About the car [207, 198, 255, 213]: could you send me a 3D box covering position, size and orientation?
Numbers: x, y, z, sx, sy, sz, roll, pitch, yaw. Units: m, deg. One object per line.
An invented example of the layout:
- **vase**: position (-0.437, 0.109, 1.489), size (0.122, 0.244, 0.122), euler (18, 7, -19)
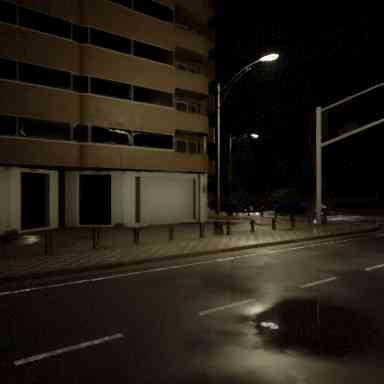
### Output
- **car**: position (4.332, 1.601, 38.630), size (2.033, 1.411, 5.357), euler (0, 0, -36)

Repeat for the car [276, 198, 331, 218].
- **car**: position (9.961, 1.579, 30.865), size (1.812, 1.442, 4.674), euler (0, 0, -37)

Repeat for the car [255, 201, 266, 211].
- **car**: position (6.889, 1.558, 41.069), size (1.837, 1.490, 4.892), euler (0, 0, -36)

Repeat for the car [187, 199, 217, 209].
- **car**: position (1.411, 1.654, 48.666), size (1.895, 1.301, 4.718), euler (0, 0, -36)

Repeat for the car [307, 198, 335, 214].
- **car**: position (12.139, 1.405, 33.799), size (2.097, 1.767, 4.553), euler (0, 0, -36)
